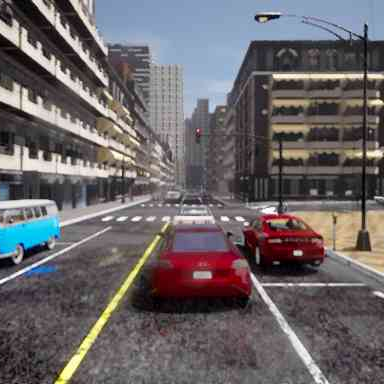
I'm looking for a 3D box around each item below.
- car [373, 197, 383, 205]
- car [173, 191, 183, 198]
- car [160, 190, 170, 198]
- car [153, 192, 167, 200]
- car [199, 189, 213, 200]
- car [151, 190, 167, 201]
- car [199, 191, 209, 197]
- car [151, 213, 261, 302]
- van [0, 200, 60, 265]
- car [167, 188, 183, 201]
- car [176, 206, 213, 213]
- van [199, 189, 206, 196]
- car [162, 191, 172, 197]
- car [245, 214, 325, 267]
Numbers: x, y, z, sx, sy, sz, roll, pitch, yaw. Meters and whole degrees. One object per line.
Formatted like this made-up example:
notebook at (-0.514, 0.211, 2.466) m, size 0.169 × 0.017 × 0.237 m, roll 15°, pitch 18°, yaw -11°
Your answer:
car at (21.064, 0.709, 33.706) m, size 4.718 × 1.301 × 1.895 m, roll -1°, pitch 1°, yaw -1°
car at (-3.011, 0.473, 71.515) m, size 1.994 × 1.385 × 4.181 m, roll 0°, pitch 1°, yaw 0°
car at (-5.710, 0.372, 70.687) m, size 1.967 × 1.590 × 4.097 m, roll -1°, pitch 1°, yaw 0°
car at (-5.706, 0.660, 59.634) m, size 1.947 × 1.339 × 4.313 m, roll 0°, pitch 1°, yaw 0°
car at (2.673, 0.534, 59.629) m, size 1.967 × 1.590 × 4.097 m, roll -1°, pitch 1°, yaw 0°
car at (-5.705, 0.726, 54.107) m, size 2.008 × 1.369 × 4.403 m, roll 0°, pitch 1°, yaw 0°
car at (2.672, 0.403, 76.212) m, size 2.008 × 1.369 × 4.403 m, roll -1°, pitch 1°, yaw 0°
car at (0.118, 1.437, 8.017) m, size 1.994 × 1.385 × 4.181 m, roll 0°, pitch 1°, yaw -2°
van at (-5.701, 1.174, 10.633) m, size 1.690 × 1.788 × 3.998 m, roll 0°, pitch 1°, yaw 0°
car at (-3.076, 0.374, 55.699) m, size 2.150 × 2.045 × 5.566 m, roll 0°, pitch 1°, yaw 0°
car at (0.109, 1.337, 16.923) m, size 1.895 × 1.301 × 4.718 m, roll 0°, pitch 1°, yaw 1°
van at (2.668, 0.034, 87.263) m, size 1.690 × 1.788 × 3.998 m, roll -1°, pitch 1°, yaw 0°
car at (-5.709, 0.434, 76.217) m, size 1.802 × 1.307 × 4.206 m, roll -1°, pitch 1°, yaw 0°
car at (2.681, 1.377, 10.636) m, size 1.887 × 1.381 × 4.507 m, roll 0°, pitch 1°, yaw 0°
